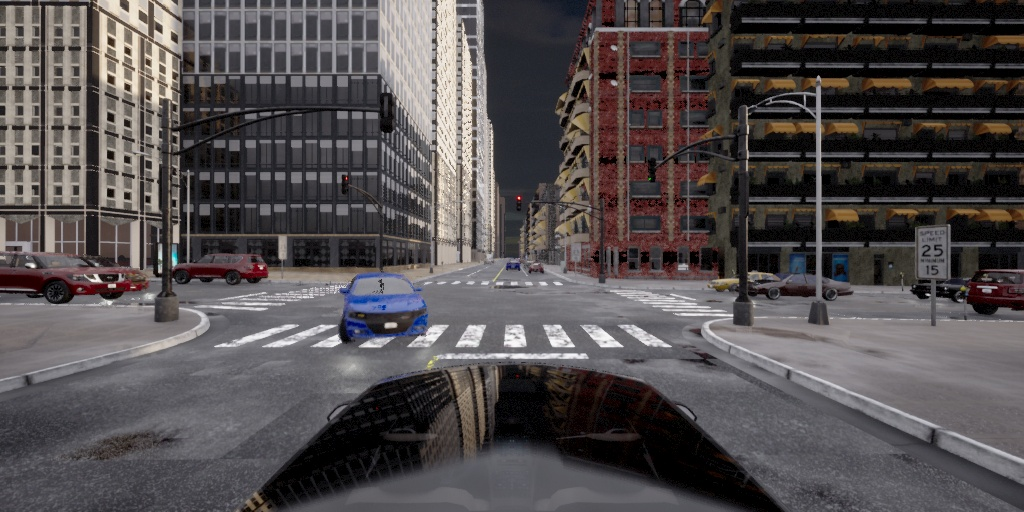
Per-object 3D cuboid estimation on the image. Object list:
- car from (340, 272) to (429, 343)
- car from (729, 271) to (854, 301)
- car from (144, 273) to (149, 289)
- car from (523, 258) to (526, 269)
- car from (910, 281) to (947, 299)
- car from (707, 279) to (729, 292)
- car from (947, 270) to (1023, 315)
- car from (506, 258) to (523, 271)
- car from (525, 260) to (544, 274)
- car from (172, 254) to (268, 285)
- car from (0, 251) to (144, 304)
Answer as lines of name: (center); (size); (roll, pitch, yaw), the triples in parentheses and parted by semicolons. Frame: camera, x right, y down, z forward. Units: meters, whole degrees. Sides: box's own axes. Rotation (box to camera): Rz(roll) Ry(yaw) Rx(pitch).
car: (-3.648, 1.222, 10.048); (1.882, 1.535, 5.008); (1, 0, -25)
car: (15.253, 1.610, 19.485); (5.357, 1.411, 2.033); (1, 0, 0)
car: (-19.191, 0.771, 16.025); (4.553, 1.767, 2.097); (1, 0, 0)
car: (2.749, 1.317, 54.700); (2.007, 1.370, 4.403); (0, 0, 0)
car: (24.883, 1.839, 19.560); (4.718, 1.301, 1.895); (1, 0, -1)
car: (14.653, 1.587, 22.072); (4.829, 1.417, 1.751); (0, 0, 0)
car: (20.612, 1.461, 13.769); (5.009, 1.841, 2.192); (0, 0, 0)
car: (0.154, 1.242, 50.713); (1.882, 1.535, 5.008); (0, 0, 0)
car: (2.785, 1.341, 41.783); (1.802, 1.307, 4.207); (0, 0, 0)
car: (-17.688, 0.776, 21.826); (5.009, 1.841, 2.192); (0, 0, 0)
car: (-17.562, 0.757, 13.446); (5.009, 1.841, 2.192); (0, 0, 0)
